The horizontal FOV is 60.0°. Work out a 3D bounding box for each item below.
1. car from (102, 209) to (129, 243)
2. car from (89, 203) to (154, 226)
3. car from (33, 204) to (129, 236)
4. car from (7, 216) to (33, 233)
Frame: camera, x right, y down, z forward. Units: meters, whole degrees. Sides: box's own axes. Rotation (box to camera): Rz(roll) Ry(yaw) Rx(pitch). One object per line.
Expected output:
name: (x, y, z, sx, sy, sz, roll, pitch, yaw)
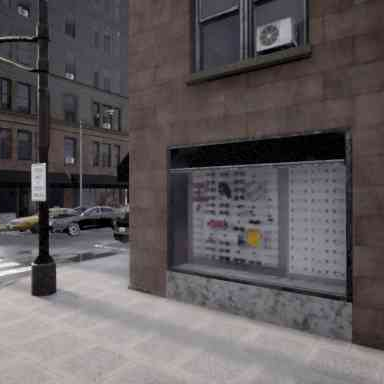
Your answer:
car: (-1.622, 1.561, 15.182, 1.947, 1.339, 4.313, 0, 0, 35)
car: (-5.008, 1.585, 24.256, 2.008, 1.369, 4.403, 0, 0, 35)
car: (-5.868, 1.511, 18.694, 2.128, 1.511, 4.902, 0, 0, 36)
car: (-8.250, 1.555, 19.711, 1.752, 1.417, 4.829, 0, 0, 35)
